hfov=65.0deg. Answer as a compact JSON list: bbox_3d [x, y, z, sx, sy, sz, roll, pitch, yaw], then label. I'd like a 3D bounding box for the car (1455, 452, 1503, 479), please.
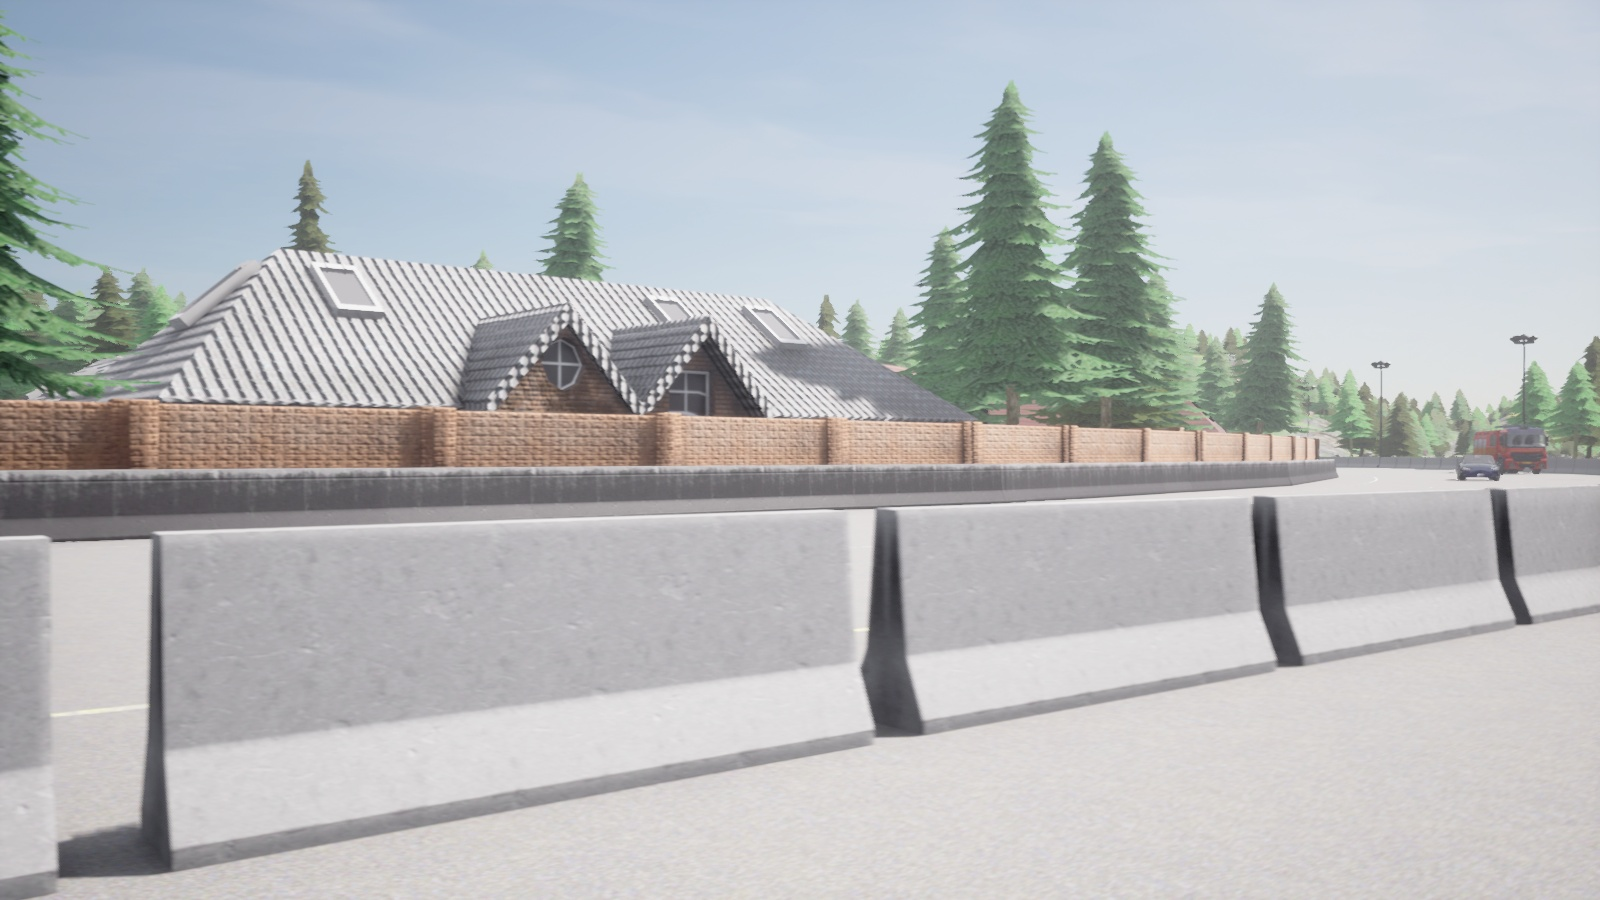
[{"bbox_3d":[38.544,0.841,71.366,2.163,1.488,4.792,0,0,25],"label":"car"}]
